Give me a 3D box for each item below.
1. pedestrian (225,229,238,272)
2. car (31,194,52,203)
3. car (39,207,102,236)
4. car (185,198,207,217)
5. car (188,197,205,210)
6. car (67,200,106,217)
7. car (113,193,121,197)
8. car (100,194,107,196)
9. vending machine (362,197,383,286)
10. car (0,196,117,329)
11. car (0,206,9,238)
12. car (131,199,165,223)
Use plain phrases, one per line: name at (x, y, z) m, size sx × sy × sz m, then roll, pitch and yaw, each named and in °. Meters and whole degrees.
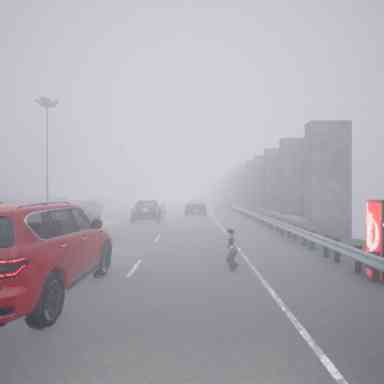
pedestrian at (1.169, 1.571, 9.337) m, size 0.375 × 1.300 × 0.375 m, roll 0°, pitch 0°, yaw 0°
car at (-30.381, 1.335, 67.139) m, size 2.097 × 1.767 × 4.553 m, roll 0°, pitch 0°, yaw 1°
car at (-6.780, 1.595, 19.181) m, size 1.895 × 1.301 × 4.718 m, roll 0°, pitch 0°, yaw 0°
car at (0.340, 1.468, 30.683) m, size 1.882 × 1.535 × 5.008 m, roll 0°, pitch 0°, yaw 1°
car at (0.643, 1.478, 43.286) m, size 2.128 × 1.511 × 4.902 m, roll 0°, pitch 0°, yaw 2°
car at (-10.123, 1.537, 32.404) m, size 2.033 × 1.411 × 5.357 m, roll 0°, pitch 0°, yaw 1°
car at (-20.402, 1.052, 91.076) m, size 2.097 × 1.767 × 4.553 m, roll 0°, pitch 0°, yaw -3°
car at (-23.733, 1.400, 88.555) m, size 1.837 × 1.490 × 4.892 m, roll 0°, pitch 0°, yaw -3°
vending machine at (5.050, 1.193, 8.380) m, size 1.100 × 2.100 × 0.880 m, roll 0°, pitch 0°, yaw 0°
car at (-3.358, 1.219, 7.095) m, size 2.150 × 2.045 × 5.566 m, roll 0°, pitch 0°, yaw 0°
car at (-10.311, 1.473, 14.502) m, size 1.882 × 1.535 × 5.008 m, roll 0°, pitch 0°, yaw 0°
car at (-3.232, 1.344, 25.354) m, size 2.097 × 1.767 × 4.553 m, roll 0°, pitch 0°, yaw 1°
